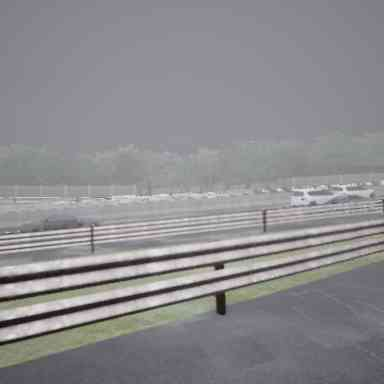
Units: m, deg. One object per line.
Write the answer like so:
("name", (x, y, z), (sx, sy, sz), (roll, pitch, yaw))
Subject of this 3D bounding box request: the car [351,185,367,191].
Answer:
("car", (18.680, 0.182, 38.588), (5.566, 2.045, 2.150), (-4, 2, -21))

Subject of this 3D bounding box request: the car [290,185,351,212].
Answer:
("car", (12.246, 0.687, 32.376), (5.566, 2.045, 2.150), (-4, 2, -21))

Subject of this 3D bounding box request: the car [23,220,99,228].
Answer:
("car", (-9.428, 2.246, 24.077), (5.357, 1.411, 2.033), (-4, 2, -21))

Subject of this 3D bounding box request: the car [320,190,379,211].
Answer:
("car", (14.180, 0.958, 29.372), (4.892, 1.490, 1.837), (-4, 2, -21))
